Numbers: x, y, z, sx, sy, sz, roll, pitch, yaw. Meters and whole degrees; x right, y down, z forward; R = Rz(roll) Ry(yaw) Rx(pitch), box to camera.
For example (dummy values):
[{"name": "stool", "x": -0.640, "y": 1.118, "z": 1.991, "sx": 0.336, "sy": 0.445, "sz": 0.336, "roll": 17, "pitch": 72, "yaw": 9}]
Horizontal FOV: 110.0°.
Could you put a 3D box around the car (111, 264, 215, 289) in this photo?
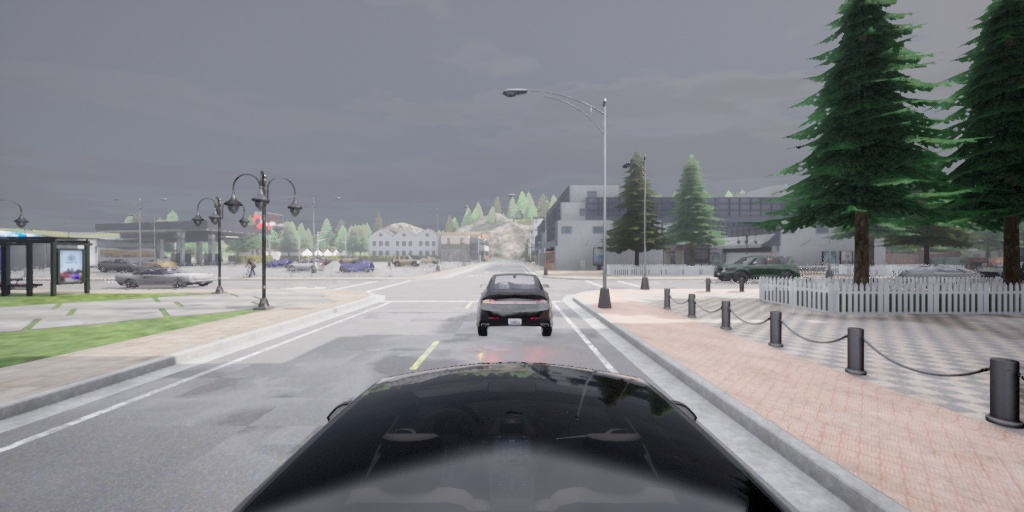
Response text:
[{"name": "car", "x": -21.639, "y": 1.365, "z": 22.532, "sx": 4.718, "sy": 1.301, "sz": 1.895, "roll": 0, "pitch": 0, "yaw": -1}]

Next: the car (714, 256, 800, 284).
[{"name": "car", "x": 18.092, "y": 0.985, "z": 26.611, "sx": 5.566, "sy": 2.045, "sz": 2.150, "roll": 0, "pitch": 0, "yaw": -1}]

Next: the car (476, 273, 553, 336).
[{"name": "car", "x": 0.078, "y": 1.241, "z": 10.345, "sx": 2.128, "sy": 1.511, "sz": 4.902, "roll": 0, "pitch": 0, "yaw": 0}]

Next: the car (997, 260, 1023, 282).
[{"name": "car", "x": 37.523, "y": 1.114, "z": 26.714, "sx": 4.553, "sy": 1.767, "sz": 2.097, "roll": 0, "pitch": 0, "yaw": 0}]

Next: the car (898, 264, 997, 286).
[{"name": "car", "x": 27.542, "y": 1.327, "z": 23.006, "sx": 4.181, "sy": 1.385, "sz": 1.994, "roll": 0, "pitch": 0, "yaw": -1}]

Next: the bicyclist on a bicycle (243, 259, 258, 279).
[{"name": "bicyclist on a bicycle", "x": -21.885, "y": 1.064, "z": 30.012, "sx": 0.582, "sy": 1.620, "sz": 1.656, "roll": 0, "pitch": 0, "yaw": -1}]
